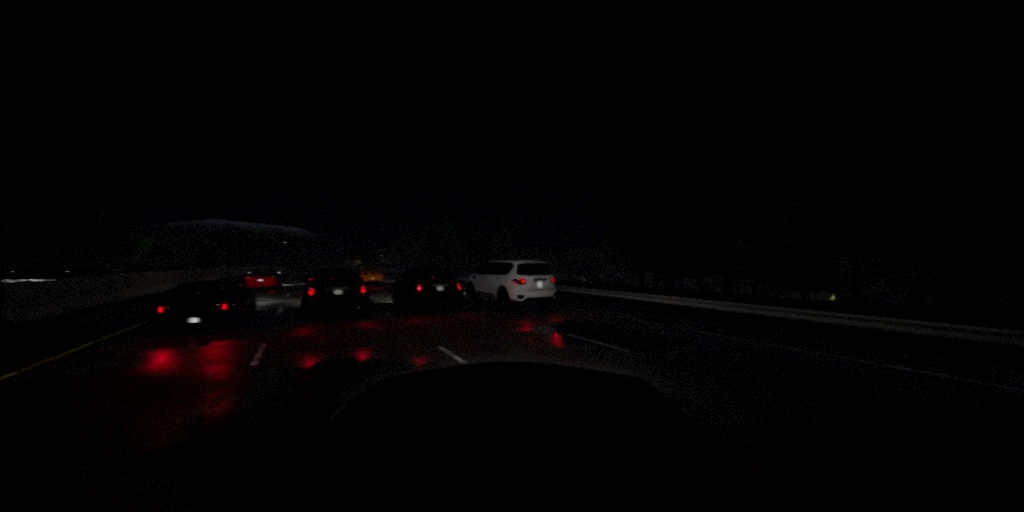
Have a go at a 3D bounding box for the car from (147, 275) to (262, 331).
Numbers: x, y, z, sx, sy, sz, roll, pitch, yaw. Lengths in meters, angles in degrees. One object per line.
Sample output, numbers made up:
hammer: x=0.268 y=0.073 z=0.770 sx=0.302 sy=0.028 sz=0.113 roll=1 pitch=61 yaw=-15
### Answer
car: x=-9.553 y=1.446 z=11.498 sx=1.895 sy=1.301 sz=4.718 roll=1 pitch=-1 yaw=-29

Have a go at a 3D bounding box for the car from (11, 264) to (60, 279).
car: x=-48.310 y=1.537 z=36.582 sx=1.837 sy=1.490 sz=4.892 roll=1 pitch=-1 yaw=-29

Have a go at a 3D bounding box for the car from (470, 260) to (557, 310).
car: x=-0.221 y=1.178 z=16.328 sx=2.150 sy=2.045 sz=5.566 roll=1 pitch=-1 yaw=-29

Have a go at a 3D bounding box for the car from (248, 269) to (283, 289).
car: x=-17.421 y=1.566 z=25.201 sx=1.994 sy=1.385 sz=4.181 roll=1 pitch=-1 yaw=-29

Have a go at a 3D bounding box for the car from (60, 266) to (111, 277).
car: x=-45.338 y=1.674 z=38.428 sx=1.895 sy=1.301 sz=4.718 roll=1 pitch=-1 yaw=-29

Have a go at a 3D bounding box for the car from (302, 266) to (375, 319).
car: x=-6.803 y=1.240 z=13.755 sx=2.097 sy=1.767 sz=4.553 roll=1 pitch=-1 yaw=-29

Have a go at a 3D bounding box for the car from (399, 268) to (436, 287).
car: x=-7.921 y=1.709 z=29.722 sx=1.895 sy=1.301 sz=4.718 roll=1 pitch=-1 yaw=-29

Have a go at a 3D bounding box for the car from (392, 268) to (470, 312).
car: x=-3.766 y=1.279 z=15.494 sx=2.097 sy=1.767 sz=4.553 roll=1 pitch=-1 yaw=-29

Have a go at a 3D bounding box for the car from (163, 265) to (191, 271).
car: x=-39.658 y=1.724 z=42.585 sx=1.994 sy=1.385 sz=4.181 roll=1 pitch=-1 yaw=-30

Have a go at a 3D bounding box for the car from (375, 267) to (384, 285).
car: x=-11.834 y=1.565 z=29.538 sx=1.882 sy=1.535 sz=5.008 roll=1 pitch=-1 yaw=-29

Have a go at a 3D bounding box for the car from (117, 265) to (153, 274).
car: x=-42.552 y=1.681 z=40.605 sx=1.994 sy=1.385 sz=4.181 roll=1 pitch=-1 yaw=-30
